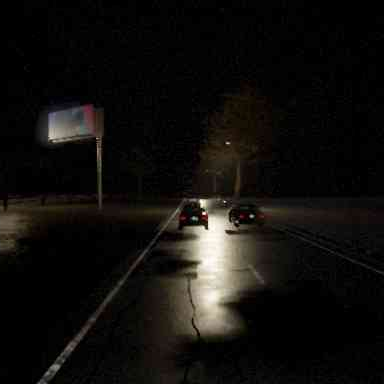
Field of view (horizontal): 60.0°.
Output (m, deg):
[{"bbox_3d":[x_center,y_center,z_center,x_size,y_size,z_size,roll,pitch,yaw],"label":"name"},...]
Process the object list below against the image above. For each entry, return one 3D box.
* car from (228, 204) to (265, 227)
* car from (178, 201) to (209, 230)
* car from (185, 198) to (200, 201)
[{"bbox_3d":[3.607,1.526,22.596,2.033,1.411,5.357,0,0,0],"label":"car"},{"bbox_3d":[0.104,1.528,21.069,2.033,1.411,5.357,0,0,0],"label":"car"},{"bbox_3d":[0.109,1.478,42.500,1.994,1.385,4.181,0,0,0],"label":"car"}]
